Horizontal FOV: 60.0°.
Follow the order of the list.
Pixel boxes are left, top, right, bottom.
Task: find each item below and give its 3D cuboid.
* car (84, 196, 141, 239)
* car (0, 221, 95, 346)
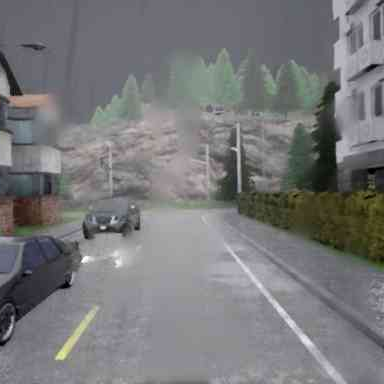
[{"bbox_3d":[-4.103,1.278,17.913,2.150,2.045,5.566,-1,0,-1],"label":"car"},{"bbox_3d":[-3.747,1.620,6.642,2.033,1.411,5.357,-1,0,-2],"label":"car"}]
